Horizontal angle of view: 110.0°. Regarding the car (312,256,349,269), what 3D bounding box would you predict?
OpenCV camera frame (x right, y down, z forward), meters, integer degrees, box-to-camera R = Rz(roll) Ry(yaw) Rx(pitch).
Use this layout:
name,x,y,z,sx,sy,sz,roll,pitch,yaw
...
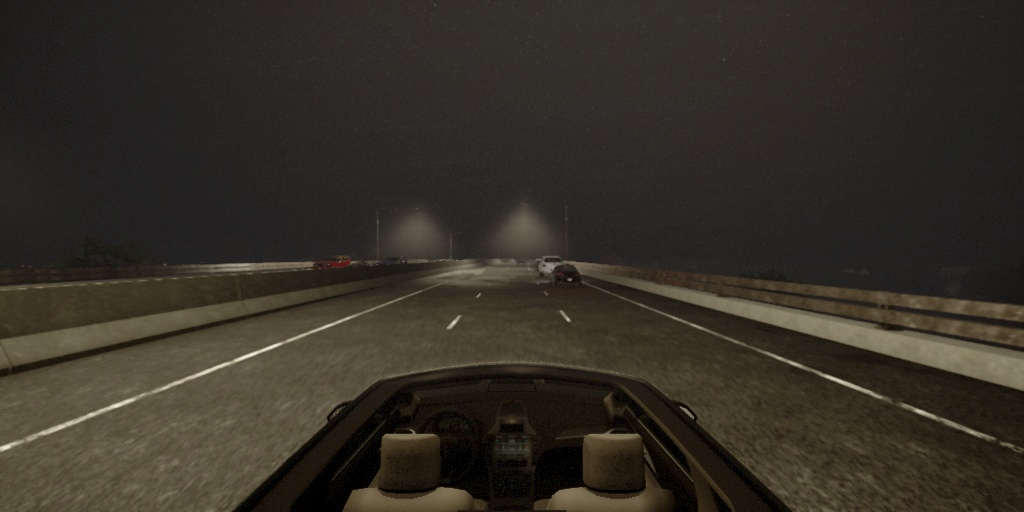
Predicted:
name,x,y,z,sx,sy,sz,roll,pitch,yaw
car,-20.629,0.977,41.354,2.150,2.045,5.566,0,0,2

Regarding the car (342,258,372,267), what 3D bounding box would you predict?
name,x,y,z,sx,sy,sz,roll,pitch,yaw
car,-17.125,1.256,41.533,2.128,1.511,4.902,0,0,2

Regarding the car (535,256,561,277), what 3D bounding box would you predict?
name,x,y,z,sx,sy,sz,roll,pitch,yaw
car,3.806,1.005,35.617,2.150,2.045,5.566,0,0,1

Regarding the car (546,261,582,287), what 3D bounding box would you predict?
name,x,y,z,sx,sy,sz,roll,pitch,yaw
car,3.633,1.290,24.665,1.812,1.442,4.674,0,0,1

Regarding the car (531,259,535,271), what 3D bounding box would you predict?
name,x,y,z,sx,sy,sz,roll,pitch,yaw
car,3.966,1.310,46.754,2.128,1.511,4.902,0,0,-2

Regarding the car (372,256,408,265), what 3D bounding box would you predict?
name,x,y,z,sx,sy,sz,roll,pitch,yaw
car,-13.631,0.989,41.282,2.150,2.045,5.566,0,0,2

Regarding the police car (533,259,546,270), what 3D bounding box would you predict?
name,x,y,z,sx,sy,sz,roll,pitch,yaw
police car,4.362,1.284,57.535,1.930,1.638,5.238,0,0,2
